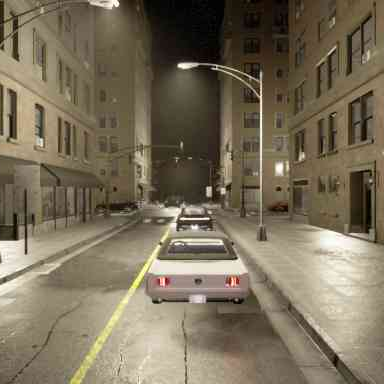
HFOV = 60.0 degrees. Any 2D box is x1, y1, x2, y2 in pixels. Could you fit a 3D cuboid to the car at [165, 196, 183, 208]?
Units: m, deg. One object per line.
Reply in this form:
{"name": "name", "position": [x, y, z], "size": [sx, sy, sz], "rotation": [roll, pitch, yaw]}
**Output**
{"name": "car", "position": [-2.831, 1.398, 48.992], "size": [2.097, 1.767, 4.553], "rotation": [0, 0, 0]}

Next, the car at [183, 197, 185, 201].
{"name": "car", "position": [-2.815, 1.552, 58.203], "size": [2.128, 1.511, 4.902], "rotation": [0, 0, 0]}

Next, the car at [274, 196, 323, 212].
{"name": "car", "position": [12.277, 1.353, 38.548], "size": [5.009, 1.841, 2.192], "rotation": [0, 0, 0]}

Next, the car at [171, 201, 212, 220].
{"name": "car", "position": [0.110, 1.499, 18.308], "size": [2.128, 1.511, 4.902], "rotation": [0, 0, -1]}

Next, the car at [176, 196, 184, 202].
{"name": "car", "position": [-2.729, 1.615, 77.959], "size": [1.812, 1.442, 4.674], "rotation": [0, 0, 0]}

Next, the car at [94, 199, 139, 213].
{"name": "car", "position": [-8.211, 1.522, 35.961], "size": [4.902, 1.511, 2.128], "rotation": [0, 0, 0]}

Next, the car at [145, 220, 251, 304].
{"name": "car", "position": [0.106, 1.602, 8.087], "size": [1.895, 1.301, 4.718], "rotation": [0, 0, 0]}

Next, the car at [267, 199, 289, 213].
{"name": "car", "position": [10.908, 1.575, 36.007], "size": [5.357, 1.411, 2.033], "rotation": [0, 0, 0]}

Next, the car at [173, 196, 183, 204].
{"name": "car", "position": [-2.750, 1.580, 67.669], "size": [1.837, 1.490, 4.892], "rotation": [0, 0, 1]}
